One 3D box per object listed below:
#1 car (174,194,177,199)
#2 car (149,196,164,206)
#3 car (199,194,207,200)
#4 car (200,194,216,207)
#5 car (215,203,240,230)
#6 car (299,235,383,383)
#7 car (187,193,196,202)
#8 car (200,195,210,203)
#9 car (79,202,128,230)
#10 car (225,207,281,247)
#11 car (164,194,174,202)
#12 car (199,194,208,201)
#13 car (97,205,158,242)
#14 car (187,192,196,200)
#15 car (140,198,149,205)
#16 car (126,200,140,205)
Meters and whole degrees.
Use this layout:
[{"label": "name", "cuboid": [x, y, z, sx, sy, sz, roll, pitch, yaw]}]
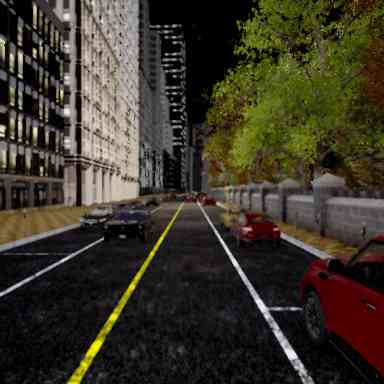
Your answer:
[{"label": "car", "cuboid": [-5.180, 1.257, 93.499, 1.947, 1.339, 4.313, 0, 0, 1]}, {"label": "car", "cuboid": [-5.641, 1.401, 48.502, 1.947, 1.339, 4.313, 0, 0, 0]}, {"label": "car", "cuboid": [2.674, 1.242, 82.232, 1.752, 1.417, 4.829, 0, 0, 1]}, {"label": "car", "cuboid": [2.531, 1.371, 48.228, 1.887, 1.381, 4.507, 0, 0, 0]}, {"label": "car", "cuboid": [2.637, 1.448, 20.269, 1.752, 1.417, 4.829, 0, 0, 0]}, {"label": "car", "cuboid": [2.700, 1.300, 3.223, 2.192, 1.841, 5.009, 0, 0, 0]}, {"label": "car", "cuboid": [-0.159, 1.359, 68.680, 1.895, 1.301, 4.718, 0, 0, 0]}, {"label": "car", "cuboid": [2.531, 1.316, 65.141, 1.887, 1.381, 4.507, 0, 0, 0]}, {"label": "car", "cuboid": [-5.534, 1.483, 20.365, 2.008, 1.369, 4.403, 0, 0, 0]}, {"label": "car", "cuboid": [2.658, 1.526, 14.474, 1.802, 1.307, 4.206, 0, 0, 0]}, {"label": "car", "cuboid": [-5.461, 1.306, 70.996, 1.887, 1.381, 4.507, 0, 0, 0]}, {"label": "car", "cuboid": [2.609, 1.280, 76.423, 1.887, 1.381, 4.507, 0, 0, 1]}, {"label": "car", "cuboid": [-2.897, 1.545, 16.105, 1.895, 1.301, 4.718, 0, 0, 0]}, {"label": "car", "cuboid": [-0.076, 0.999, 78.716, 2.097, 1.767, 4.553, 0, 0, 1]}, {"label": "car", "cuboid": [-5.576, 1.458, 31.620, 1.947, 1.339, 4.313, 0, 0, 0]}, {"label": "car", "cuboid": [-5.555, 1.478, 25.992, 1.947, 1.339, 4.313, 0, 0, 0]}]
